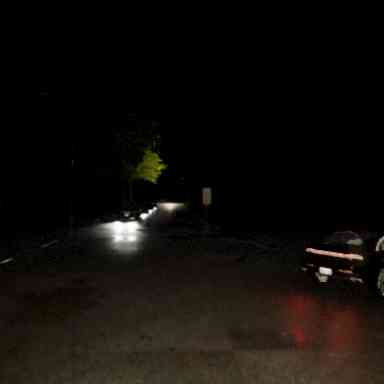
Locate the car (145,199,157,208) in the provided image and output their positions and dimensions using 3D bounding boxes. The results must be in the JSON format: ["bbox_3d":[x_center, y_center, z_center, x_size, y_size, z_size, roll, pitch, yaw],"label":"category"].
[{"bbox_3d":[-7.373,1.988,60.308,1.837,1.490,4.892,1,-1,-4],"label":"car"}]

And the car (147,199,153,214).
[{"bbox_3d":[-6.163,1.842,39.930,1.994,1.385,4.181,1,-1,-3],"label":"car"}]

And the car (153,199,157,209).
[{"bbox_3d":[-6.728,1.940,49.907,1.994,1.385,4.181,1,-1,-4],"label":"car"}]

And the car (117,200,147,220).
[{"bbox_3d":[-5.568,1.681,30.118,2.128,1.511,4.902,1,-1,-3],"label":"car"}]

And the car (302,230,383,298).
[{"bbox_3d":[5.173,1.863,9.526,4.902,1.511,2.128,5,-3,-37],"label":"car"}]
